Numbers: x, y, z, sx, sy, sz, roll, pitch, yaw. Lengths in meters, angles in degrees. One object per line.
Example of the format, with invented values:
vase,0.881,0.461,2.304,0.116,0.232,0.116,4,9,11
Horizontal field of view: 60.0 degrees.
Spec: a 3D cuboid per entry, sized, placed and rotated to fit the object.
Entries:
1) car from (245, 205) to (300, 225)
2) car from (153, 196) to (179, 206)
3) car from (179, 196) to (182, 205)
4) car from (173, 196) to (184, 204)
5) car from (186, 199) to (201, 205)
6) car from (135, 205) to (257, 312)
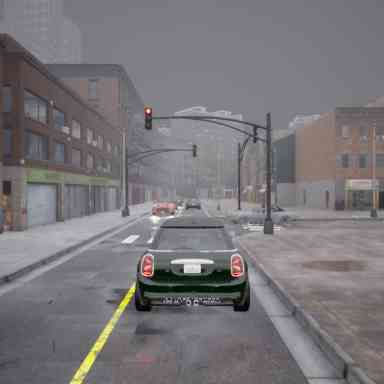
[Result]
car,4.714,1.571,22.672,4.718,1.301,1.895,-1,0,-8
car,-2.791,1.359,33.887,2.097,1.767,4.553,0,0,0
car,-2.775,1.562,43.356,2.033,1.411,5.357,0,0,0
car,-2.663,1.592,66.868,2.033,1.411,5.357,0,0,0
car,0.181,1.581,45.970,1.994,1.385,4.181,0,0,0
car,0.022,1.352,7.894,2.097,1.767,4.553,0,0,0
